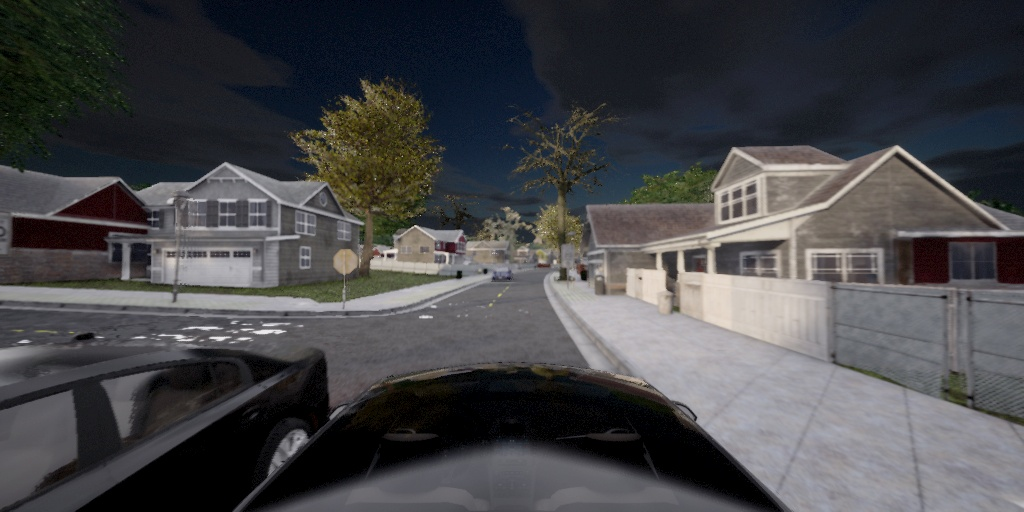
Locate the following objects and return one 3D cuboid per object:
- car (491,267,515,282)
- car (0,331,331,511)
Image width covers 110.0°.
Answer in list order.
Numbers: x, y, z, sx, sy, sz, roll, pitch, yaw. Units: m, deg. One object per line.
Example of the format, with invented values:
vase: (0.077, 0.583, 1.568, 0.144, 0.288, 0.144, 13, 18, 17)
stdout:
car: (-0.913, 1.830, 36.593, 1.812, 1.442, 4.674, 0, -1, 5)
car: (-2.708, 1.235, 1.417, 1.882, 1.535, 5.008, 0, -1, 1)
